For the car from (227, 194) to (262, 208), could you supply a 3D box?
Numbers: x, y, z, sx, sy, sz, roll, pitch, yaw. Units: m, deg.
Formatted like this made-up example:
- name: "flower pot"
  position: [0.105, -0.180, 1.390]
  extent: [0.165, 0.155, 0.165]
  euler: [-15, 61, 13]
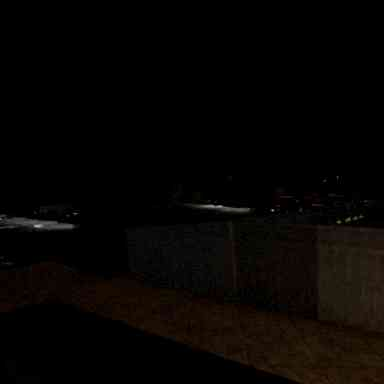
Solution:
- name: "car"
  position: [6.707, 0.982, 39.494]
  extent: [1.882, 1.535, 5.008]
  euler: [3, 3, 40]

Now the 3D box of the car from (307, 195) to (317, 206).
- name: "car"
  position: [13.557, 1.110, 42.435]
  extent: [2.033, 1.411, 5.357]
  euler: [3, 3, 40]

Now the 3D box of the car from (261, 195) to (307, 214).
- name: "car"
  position: [8.768, 1.339, 31.545]
  extent: [1.837, 1.490, 4.892]
  euler: [3, 3, 40]

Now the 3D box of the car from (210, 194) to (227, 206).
- name: "car"
  position: [4.118, 0.938, 41.463]
  extent: [1.994, 1.385, 4.181]
  euler: [3, 3, 40]

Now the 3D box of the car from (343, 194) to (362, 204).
- name: "car"
  position: [24.318, 1.048, 50.191]
  extent: [1.837, 1.490, 4.892]
  euler: [3, 2, 40]

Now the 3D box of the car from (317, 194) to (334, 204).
- name: "car"
  position: [19.644, 0.972, 49.807]
  extent: [1.812, 1.442, 4.674]
  euler: [3, 3, 40]

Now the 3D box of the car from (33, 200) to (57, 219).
- name: "car"
  position: [-9.496, 1.159, 25.135]
  extent: [1.812, 1.442, 4.674]
  euler: [3, 3, 39]

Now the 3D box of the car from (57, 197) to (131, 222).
- name: "car"
  position: [-6.587, 1.261, 23.581]
  extent: [1.837, 1.490, 4.892]
  euler: [3, 3, 40]
